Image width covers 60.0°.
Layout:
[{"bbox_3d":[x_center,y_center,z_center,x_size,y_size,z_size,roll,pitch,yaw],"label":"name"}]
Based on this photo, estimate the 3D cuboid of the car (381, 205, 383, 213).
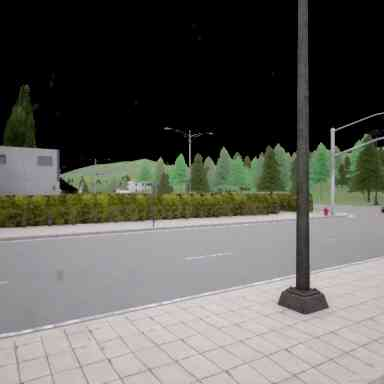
[{"bbox_3d":[20.690,1.352,31.796,2.097,1.767,4.553,0,0,-35],"label":"car"}]
